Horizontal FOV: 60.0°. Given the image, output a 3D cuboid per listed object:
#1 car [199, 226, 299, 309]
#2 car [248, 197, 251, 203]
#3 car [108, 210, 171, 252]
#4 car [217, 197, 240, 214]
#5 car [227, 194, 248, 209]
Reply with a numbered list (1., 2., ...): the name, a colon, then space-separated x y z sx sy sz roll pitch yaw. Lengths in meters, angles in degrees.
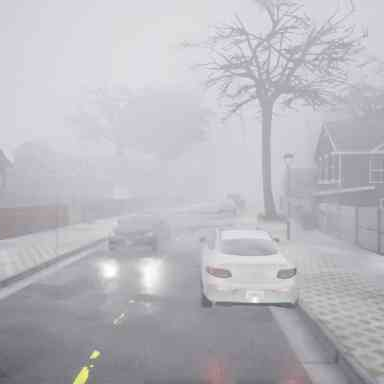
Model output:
1. car: 1.146 1.525 7.787 1.812 1.442 4.674 0 0 3
2. car: 10.715 1.545 67.677 1.812 1.442 4.674 0 0 22
3. car: -2.032 1.520 14.059 1.812 1.442 4.674 0 0 5
4. car: 3.813 1.527 35.419 1.812 1.442 4.674 0 0 12
5. car: 5.946 1.228 45.254 2.150 2.045 5.566 0 0 15
